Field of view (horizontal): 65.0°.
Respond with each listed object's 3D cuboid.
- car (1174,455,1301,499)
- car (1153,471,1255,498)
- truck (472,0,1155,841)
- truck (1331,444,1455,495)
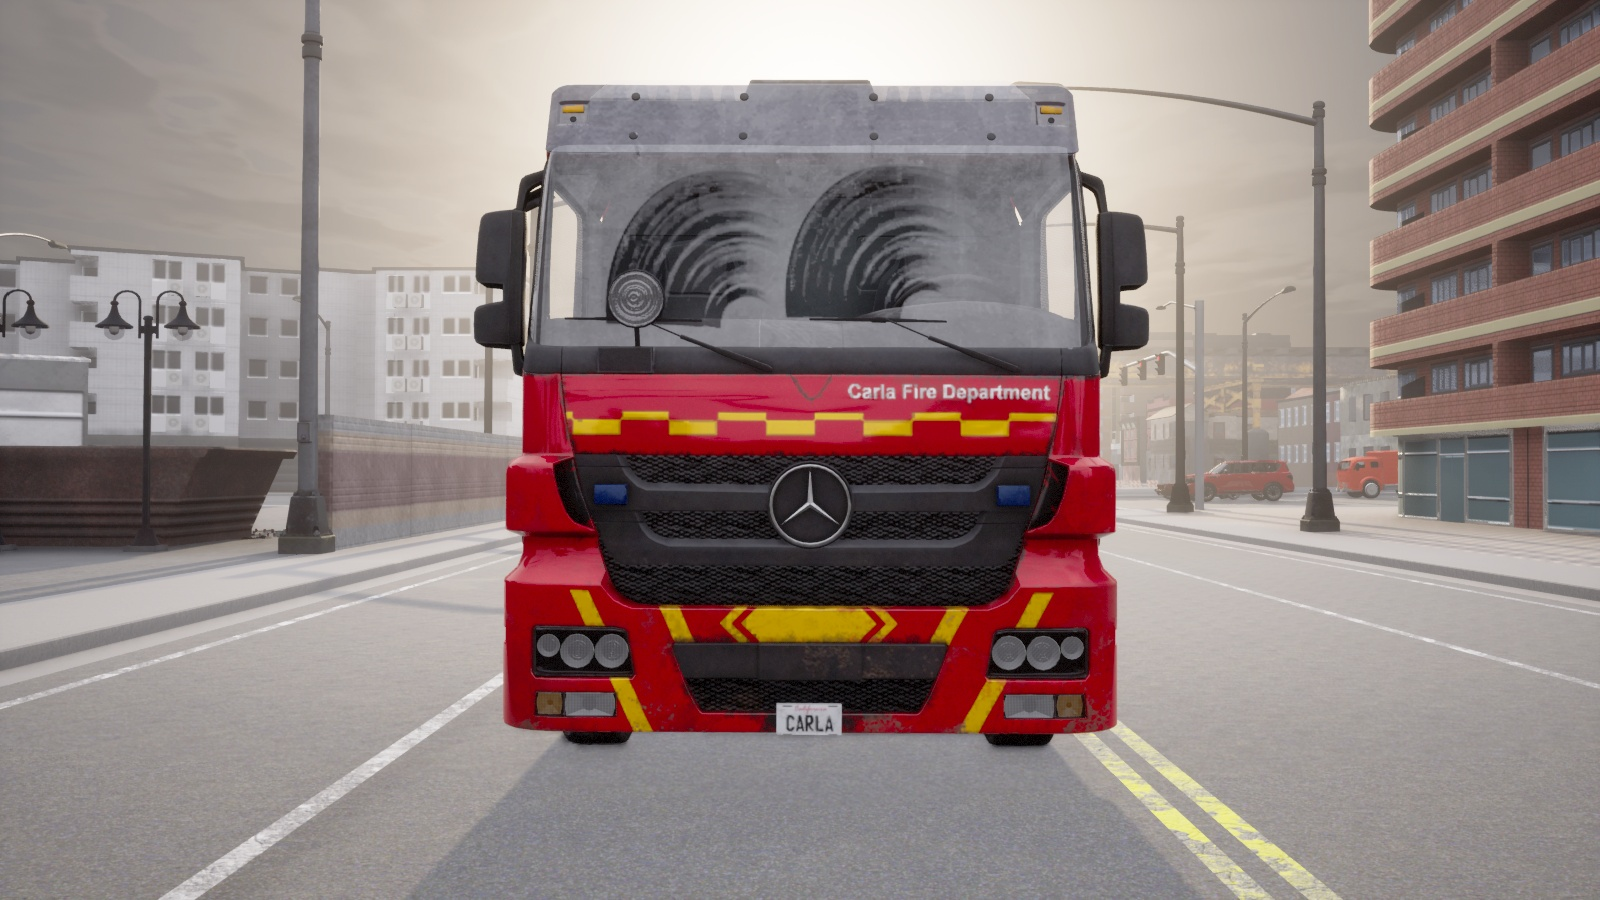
[{"bbox_3d":[21.796,1.356,62.725,5.566,2.045,2.150,-1,-1,2],"label":"car"},{"bbox_3d":[21.271,1.809,66.245,4.718,1.301,1.895,-1,-1,1],"label":"car"},{"bbox_3d":[0.070,-0.190,9.582,2.891,3.827,8.468,0,-1,0],"label":"truck"},{"bbox_3d":[31.089,1.024,66.009,5.204,2.467,2.627,-2,-1,1],"label":"truck"}]
